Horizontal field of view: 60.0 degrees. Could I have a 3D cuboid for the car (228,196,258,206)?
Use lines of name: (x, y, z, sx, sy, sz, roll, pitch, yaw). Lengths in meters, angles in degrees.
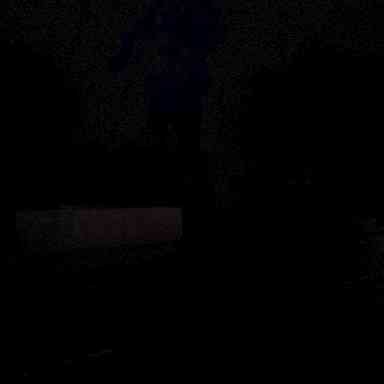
car: (6.335, 1.511, 39.474, 2.150, 2.045, 5.566, 0, 0, -32)
